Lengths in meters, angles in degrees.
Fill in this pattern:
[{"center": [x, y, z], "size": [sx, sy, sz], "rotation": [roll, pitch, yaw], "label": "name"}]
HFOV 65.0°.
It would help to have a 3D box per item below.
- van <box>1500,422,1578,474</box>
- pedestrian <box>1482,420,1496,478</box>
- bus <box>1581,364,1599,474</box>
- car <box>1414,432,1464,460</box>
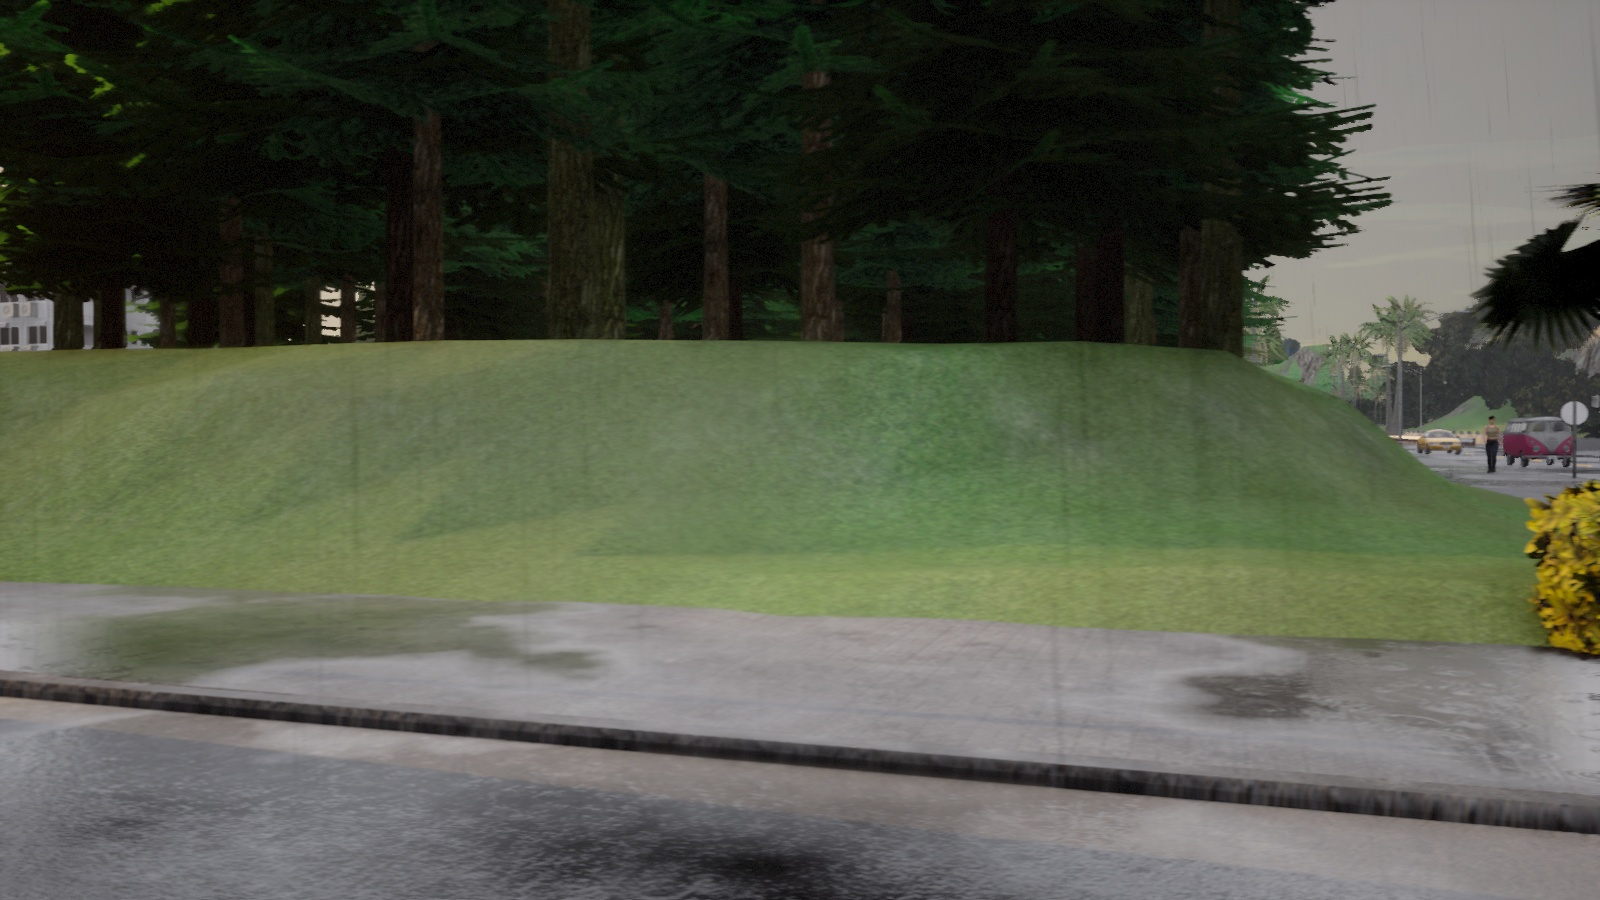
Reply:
[{"center": [29.429, -0.108, 50.116], "size": [1.775, 1.987, 4.442], "rotation": [1, 1, 19], "label": "van"}, {"center": [22.063, -0.025, 40.198], "size": [0.345, 1.836, 0.594], "rotation": [1, 1, 31], "label": "pedestrian"}, {"center": [32.253, -1.160, 45.943], "size": [3.944, 4.253, 10.273], "rotation": [1, 1, 19], "label": "bus"}, {"center": [37.267, -0.262, 73.367], "size": [1.801, 1.575, 5.366], "rotation": [1, 1, 19], "label": "car"}]
